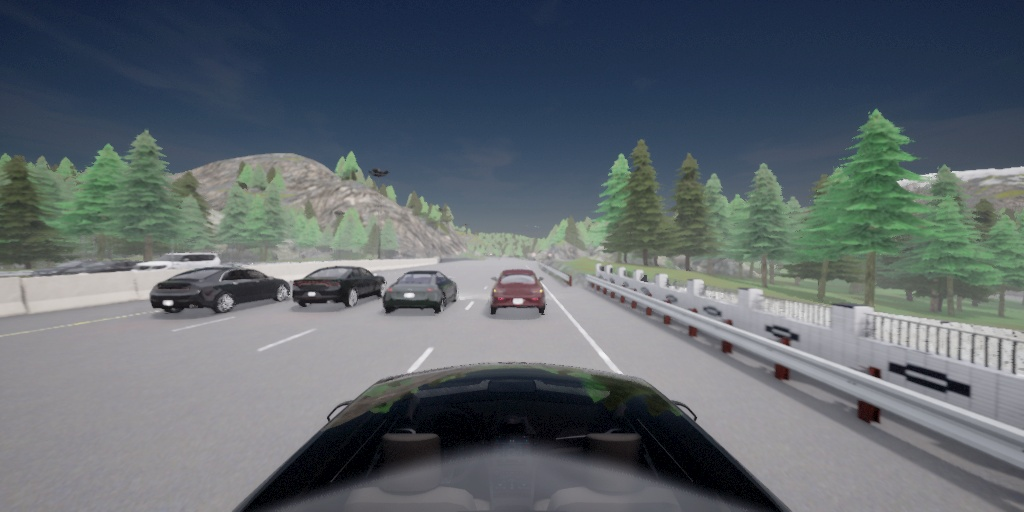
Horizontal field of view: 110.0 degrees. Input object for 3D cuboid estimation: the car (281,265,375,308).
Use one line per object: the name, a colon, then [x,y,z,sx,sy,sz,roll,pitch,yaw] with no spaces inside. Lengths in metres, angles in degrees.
car: [-6.765,1.120,14.639,1.882,1.535,5.008,0,0,1]

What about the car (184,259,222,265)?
car: [-20.736,1.140,26.265,1.895,1.301,4.718,0,0,1]

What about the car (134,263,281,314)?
car: [-10.283,1.147,13.170,1.837,1.490,4.892,0,0,1]

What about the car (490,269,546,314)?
car: [0.205,1.194,13.183,1.812,1.442,4.674,0,0,1]

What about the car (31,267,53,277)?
car: [-31.243,1.040,25.981,1.812,1.442,4.674,0,0,1]

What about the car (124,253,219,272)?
car: [-24.233,0.757,26.337,2.150,2.045,5.566,0,0,1]

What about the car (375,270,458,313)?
car: [-3.278,1.222,13.532,1.994,1.385,4.181,0,0,1]

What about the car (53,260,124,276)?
car: [-27.766,1.036,24.979,1.837,1.490,4.892,0,0,1]
